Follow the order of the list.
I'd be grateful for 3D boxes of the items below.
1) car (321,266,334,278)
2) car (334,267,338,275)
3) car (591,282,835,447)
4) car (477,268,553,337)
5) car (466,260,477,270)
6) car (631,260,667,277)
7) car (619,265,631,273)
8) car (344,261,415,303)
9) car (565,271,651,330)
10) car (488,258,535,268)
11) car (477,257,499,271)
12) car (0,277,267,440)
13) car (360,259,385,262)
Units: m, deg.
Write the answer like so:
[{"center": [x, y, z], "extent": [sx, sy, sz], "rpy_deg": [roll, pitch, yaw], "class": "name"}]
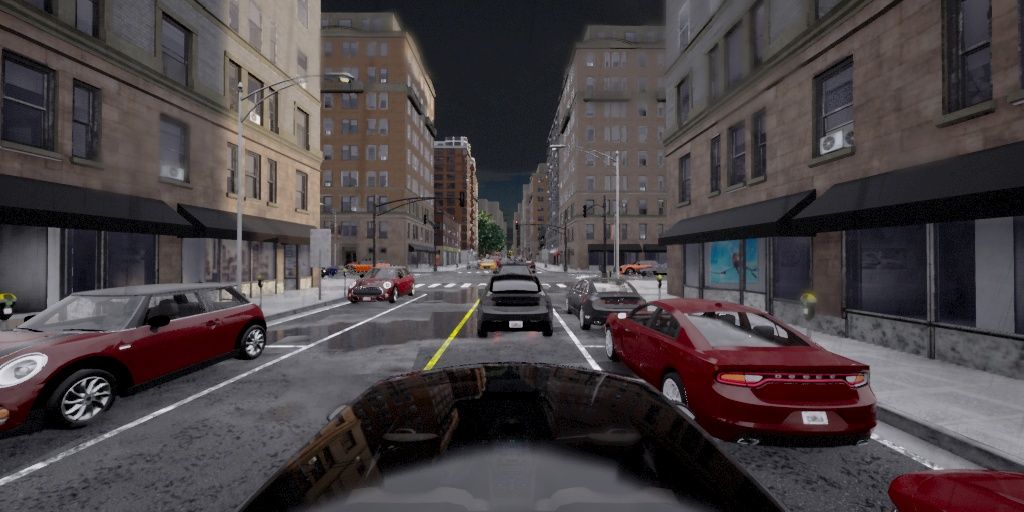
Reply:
[{"center": [-18.020, 0.869, 29.159], "extent": [5.566, 2.045, 2.150], "rpy_deg": [0, 0, 0], "class": "car"}, {"center": [-18.410, 1.150, 32.413], "extent": [5.008, 1.535, 1.882], "rpy_deg": [0, 0, 0], "class": "car"}, {"center": [2.675, 1.296, 5.397], "extent": [1.888, 1.381, 4.507], "rpy_deg": [0, 0, 0], "class": "car"}, {"center": [0.056, 1.258, 10.313], "extent": [1.837, 1.490, 4.892], "rpy_deg": [0, 0, -1], "class": "car"}, {"center": [-5.909, 1.346, 54.750], "extent": [2.007, 1.370, 4.403], "rpy_deg": [0, 0, 0], "class": "car"}, {"center": [15.189, 1.395, 36.004], "extent": [5.357, 1.411, 2.033], "rpy_deg": [0, 0, 0], "class": "car"}, {"center": [14.024, 1.222, 39.265], "extent": [4.553, 1.767, 2.097], "rpy_deg": [0, 0, 0], "class": "car"}, {"center": [-5.835, 1.195, 16.389], "extent": [1.967, 1.591, 4.097], "rpy_deg": [0, 0, 0], "class": "car"}, {"center": [2.683, 1.303, 10.889], "extent": [2.007, 1.370, 4.403], "rpy_deg": [0, 0, 0], "class": "car"}, {"center": [0.120, 1.108, 17.728], "extent": [2.097, 1.767, 4.553], "rpy_deg": [0, 0, 0], "class": "car"}, {"center": [-3.210, 1.265, 49.583], "extent": [1.882, 1.535, 5.008], "rpy_deg": [0, 0, 3], "class": "car"}, {"center": [-5.852, 1.190, 5.403], "extent": [1.967, 1.591, 4.097], "rpy_deg": [0, 0, 0], "class": "car"}, {"center": [-15.794, 1.091, 39.115], "extent": [4.553, 1.767, 2.097], "rpy_deg": [0, -1, -1], "class": "car"}]
